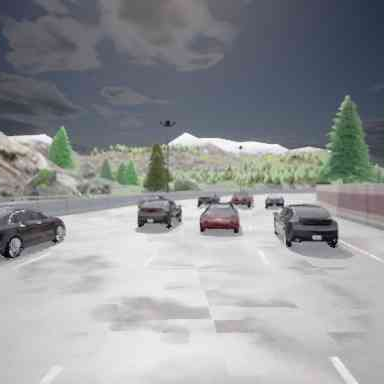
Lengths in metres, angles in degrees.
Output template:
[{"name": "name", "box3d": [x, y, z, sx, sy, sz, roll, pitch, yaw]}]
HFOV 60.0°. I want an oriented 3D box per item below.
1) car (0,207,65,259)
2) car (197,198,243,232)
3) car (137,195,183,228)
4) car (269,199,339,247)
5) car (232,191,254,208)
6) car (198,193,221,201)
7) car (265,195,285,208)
[{"name": "car", "box3d": [-6.217, 1.297, 11.666, 1.837, 1.490, 4.892, 0, 1, 5]}, {"name": "car", "box3d": [1.554, 1.251, 17.785, 1.994, 1.385, 4.181, 0, 1, 8]}, {"name": "car", "box3d": [-1.761, 1.164, 19.334, 1.837, 1.490, 4.892, 0, 1, 8]}, {"name": "car", "box3d": [4.544, 1.262, 13.768, 1.837, 1.490, 4.892, 0, 1, 6]}, {"name": "car", "box3d": [5.550, 0.718, 36.251, 2.097, 1.767, 4.553, 0, 1, 16]}, {"name": "car", "box3d": [1.942, 0.865, 36.413, 1.837, 1.490, 4.892, 0, 1, 16]}, {"name": "car", "box3d": [8.883, 0.982, 35.335, 1.895, 1.301, 4.718, 0, 1, 16]}]
